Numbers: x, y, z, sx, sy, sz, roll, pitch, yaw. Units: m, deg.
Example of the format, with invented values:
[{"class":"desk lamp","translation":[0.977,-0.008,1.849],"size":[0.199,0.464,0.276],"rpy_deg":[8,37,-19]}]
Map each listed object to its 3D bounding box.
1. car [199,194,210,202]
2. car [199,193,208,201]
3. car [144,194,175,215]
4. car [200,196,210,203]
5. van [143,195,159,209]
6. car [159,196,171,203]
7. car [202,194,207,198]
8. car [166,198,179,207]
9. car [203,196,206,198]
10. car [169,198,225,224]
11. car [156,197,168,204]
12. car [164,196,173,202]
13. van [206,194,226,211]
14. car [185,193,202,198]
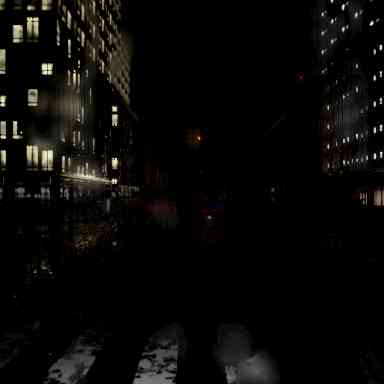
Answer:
[{"class":"car","translation":[2.781,1.312,74.650],"size":[2.192,1.841,5.009],"rpy_deg":[0,0,0]},{"class":"car","translation":[2.833,1.309,85.728],"size":[2.192,1.841,5.009],"rpy_deg":[0,0,0]},{"class":"car","translation":[-3.200,1.222,33.569],"size":[2.150,2.045,5.566],"rpy_deg":[0,0,0]},{"class":"car","translation":[2.755,1.542,69.110],"size":[1.887,1.381,4.507],"rpy_deg":[0,0,0]},{"class":"van","translation":[-5.727,1.341,46.992],"size":[1.690,1.788,3.998],"rpy_deg":[0,0,0]},{"class":"car","translation":[-5.626,1.548,69.148],"size":[2.008,1.369,4.403],"rpy_deg":[0,0,0]},{"class":"car","translation":[2.730,1.313,63.571],"size":[2.192,1.841,5.009],"rpy_deg":[0,0,0]},{"class":"car","translation":[-3.101,1.600,53.420],"size":[1.895,1.301,4.718],"rpy_deg":[0,0,0]},{"class":"car","translation":[2.650,1.544,41.417],"size":[1.887,1.381,4.507],"rpy_deg":[0,0,0]},{"class":"car","translation":[0.236,1.504,25.280],"size":[1.837,1.490,4.892],"rpy_deg":[-4,2,-24]},{"class":"car","translation":[-5.651,1.564,63.609],"size":[1.947,1.339,4.313],"rpy_deg":[0,0,0]},{"class":"car","translation":[-5.574,1.578,80.227],"size":[1.802,1.307,4.206],"rpy_deg":[0,0,0]},{"class":"van","translation":[2.715,1.341,35.878],"size":[1.690,1.788,3.998],"rpy_deg":[0,0,0]},{"class":"car","translation":[0.099,1.210,55.595],"size":[2.150,2.045,5.566],"rpy_deg":[0,-1,0]}]
